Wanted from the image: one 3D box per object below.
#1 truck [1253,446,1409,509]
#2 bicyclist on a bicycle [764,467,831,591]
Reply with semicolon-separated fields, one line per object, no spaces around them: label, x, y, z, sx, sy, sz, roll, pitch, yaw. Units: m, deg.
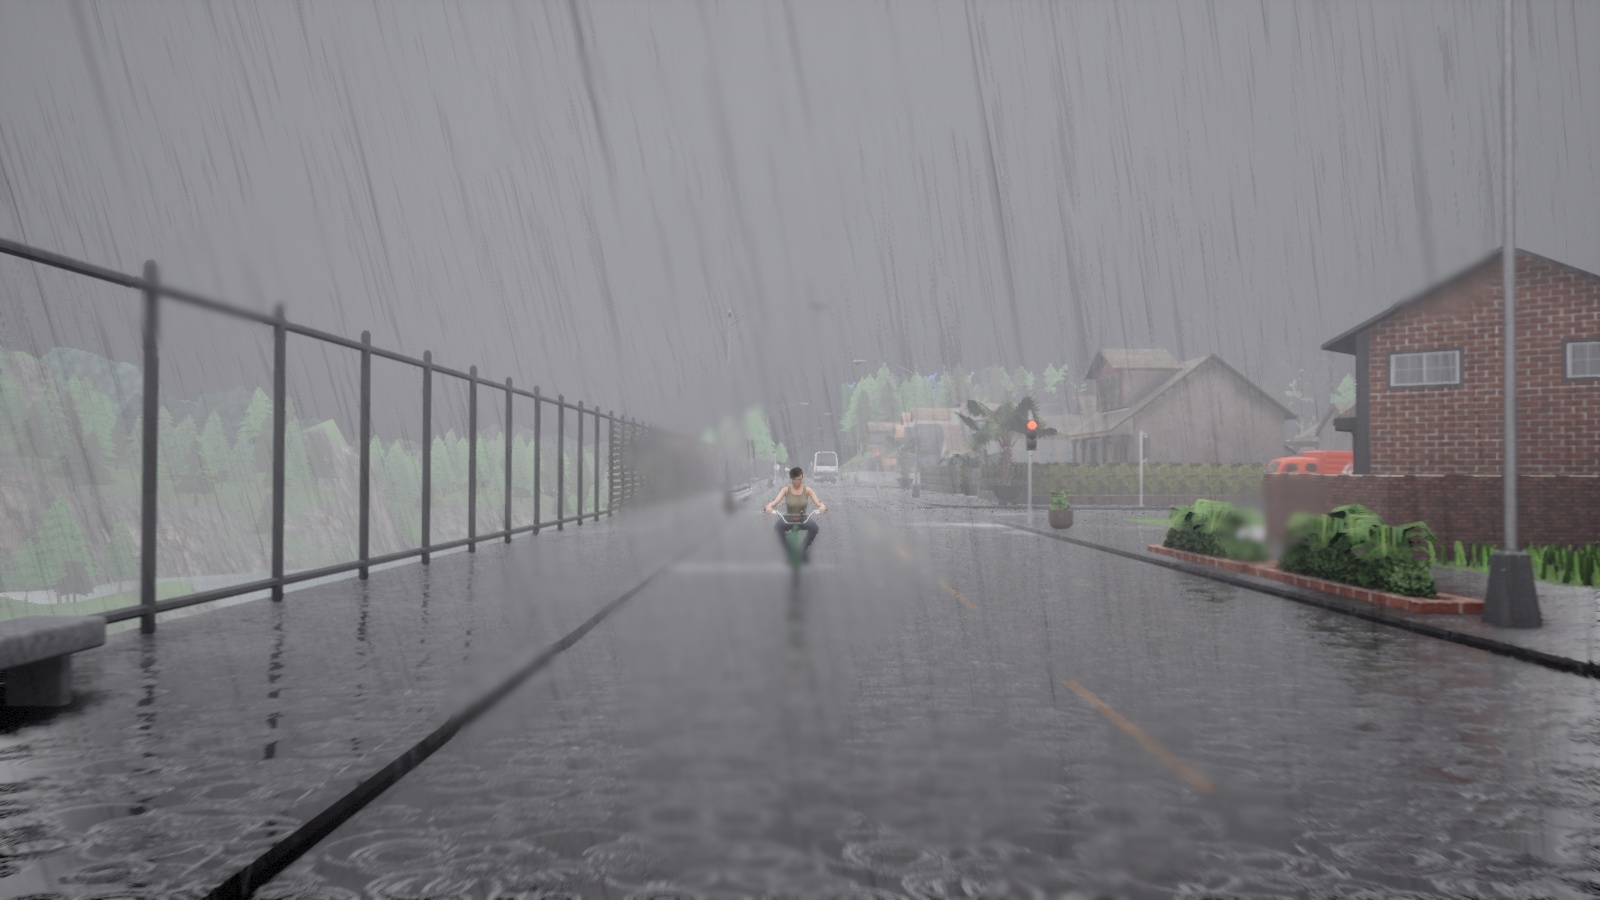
truck;21.451;1.105;50.910;5.204;2.467;2.627;1;-1;0
bicyclist on a bicycle;-0.037;1.037;17.059;0.866;1.612;1.509;0;-1;0
